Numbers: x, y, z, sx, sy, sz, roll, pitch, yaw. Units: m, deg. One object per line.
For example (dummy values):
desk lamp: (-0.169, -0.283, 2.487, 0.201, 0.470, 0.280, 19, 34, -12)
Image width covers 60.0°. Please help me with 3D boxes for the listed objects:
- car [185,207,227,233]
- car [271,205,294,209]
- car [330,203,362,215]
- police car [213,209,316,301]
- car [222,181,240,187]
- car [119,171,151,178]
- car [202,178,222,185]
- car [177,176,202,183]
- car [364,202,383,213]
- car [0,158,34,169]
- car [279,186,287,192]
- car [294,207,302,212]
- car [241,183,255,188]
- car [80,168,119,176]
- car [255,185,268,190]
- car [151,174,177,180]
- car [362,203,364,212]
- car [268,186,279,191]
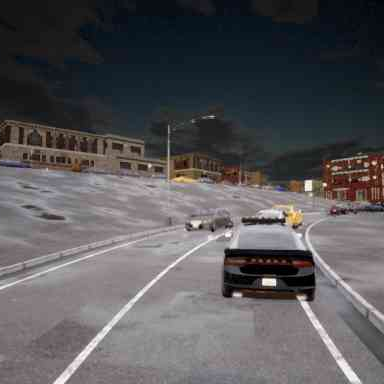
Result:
car: (1.131, 1.751, 21.835, 2.128, 1.511, 4.902, -2, -2, 22)
car: (4.255, 1.641, 17.748, 1.812, 1.442, 4.674, -1, -1, 19)
car: (18.839, 2.075, 41.350, 4.674, 1.442, 1.812, 1, -4, -40)
police car: (1.854, 1.457, 8.624, 1.930, 1.638, 5.238, -1, 0, 10)
car: (6.833, -1.391, 67.078, 4.792, 1.488, 2.163, 4, -6, -45)
car: (-9.519, -2.506, 51.894, 4.892, 1.521, 2.231, 3, -5, -40)
car: (2.774, -1.836, 63.058, 4.553, 1.767, 2.185, 4, -6, -43)
car: (-1.232, -1.983, 59.255, 5.008, 1.535, 2.097, 4, -6, -42)
car: (27.913, 2.254, 49.011, 4.902, 1.511, 2.128, 2, -4, -39)
car: (-22.142, -3.296, 41.357, 4.553, 1.767, 2.185, 3, -5, -40)
car: (21.731, -0.427, 83.486, 2.435, 2.045, 5.566, -3, -6, 40)
car: (6.432, 1.663, 23.046, 1.882, 1.535, 5.008, -2, -2, 25)
car: (10.670, -1.096, 71.035, 2.002, 1.452, 4.674, -4, -6, 44)
car: (-13.748, -2.738, 48.354, 4.892, 1.521, 2.231, 3, -5, -40)
car: (14.354, -0.848, 75.005, 2.231, 1.521, 4.892, -4, -6, 43)
car: (-5.336, -2.211, 55.528, 4.674, 1.452, 2.002, 4, -5, -41)
car: (27.846, 2.523, 53.431, 4.892, 1.490, 1.837, 2, -4, -39)
car: (18.089, -0.651, 79.223, 2.185, 1.767, 4.553, -4, -6, 41)
